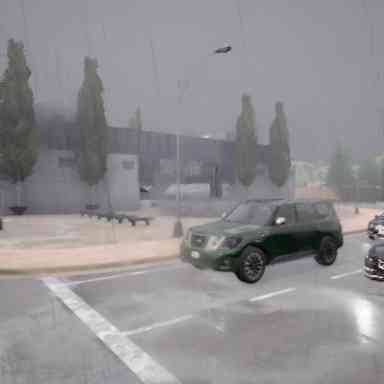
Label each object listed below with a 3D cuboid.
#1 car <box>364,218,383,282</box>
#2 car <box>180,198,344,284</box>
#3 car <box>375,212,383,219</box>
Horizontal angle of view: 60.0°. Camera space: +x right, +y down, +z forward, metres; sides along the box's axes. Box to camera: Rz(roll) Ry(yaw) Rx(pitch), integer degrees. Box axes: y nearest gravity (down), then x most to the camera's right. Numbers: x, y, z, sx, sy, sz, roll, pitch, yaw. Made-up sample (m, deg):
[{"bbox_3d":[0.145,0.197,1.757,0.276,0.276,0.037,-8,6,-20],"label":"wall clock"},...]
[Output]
[{"bbox_3d":[6.362,1.507,8.662,4.892,1.490,1.837,0,0,-37],"label":"car"},{"bbox_3d":[2.321,1.229,10.016,5.566,2.045,2.150,0,0,-36],"label":"car"},{"bbox_3d":[10.213,1.497,16.020,4.902,1.511,2.128,0,0,-39],"label":"car"}]
